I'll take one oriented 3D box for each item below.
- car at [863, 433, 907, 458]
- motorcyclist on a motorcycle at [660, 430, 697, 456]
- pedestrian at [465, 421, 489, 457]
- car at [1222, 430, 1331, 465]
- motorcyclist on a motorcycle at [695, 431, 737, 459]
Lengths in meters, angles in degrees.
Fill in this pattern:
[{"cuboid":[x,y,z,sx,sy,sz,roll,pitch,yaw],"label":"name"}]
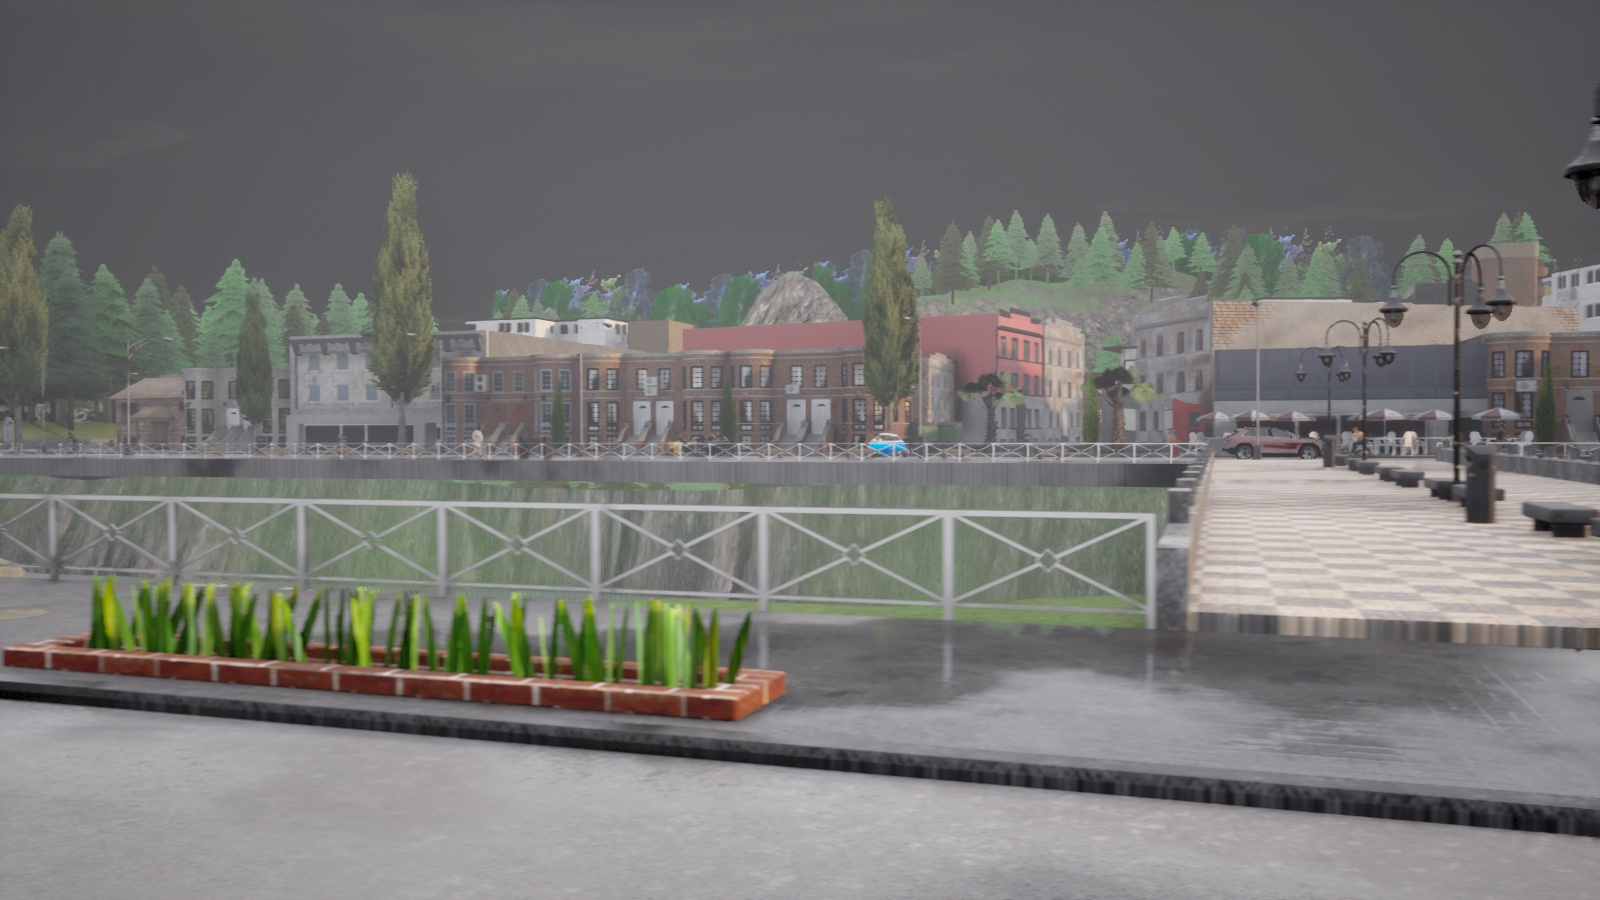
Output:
[{"cuboid":[4.848,-0.243,71.374,2.207,1.376,1.481,1,1,19],"label":"car"},{"cuboid":[-7.294,-0.427,75.455,2.044,1.523,0.797,1,1,19],"label":"motorcyclist on a motorcycle"},{"cuboid":[-16.886,-0.579,65.672,0.900,1.855,0.874,0,1,15],"label":"pedestrian"},{"cuboid":[23.073,-0.134,61.029,4.856,1.649,2.033,1,1,19],"label":"car"},{"cuboid":[-4.720,-0.283,70.372,2.191,1.530,0.866,1,1,19],"label":"motorcyclist on a motorcycle"}]
